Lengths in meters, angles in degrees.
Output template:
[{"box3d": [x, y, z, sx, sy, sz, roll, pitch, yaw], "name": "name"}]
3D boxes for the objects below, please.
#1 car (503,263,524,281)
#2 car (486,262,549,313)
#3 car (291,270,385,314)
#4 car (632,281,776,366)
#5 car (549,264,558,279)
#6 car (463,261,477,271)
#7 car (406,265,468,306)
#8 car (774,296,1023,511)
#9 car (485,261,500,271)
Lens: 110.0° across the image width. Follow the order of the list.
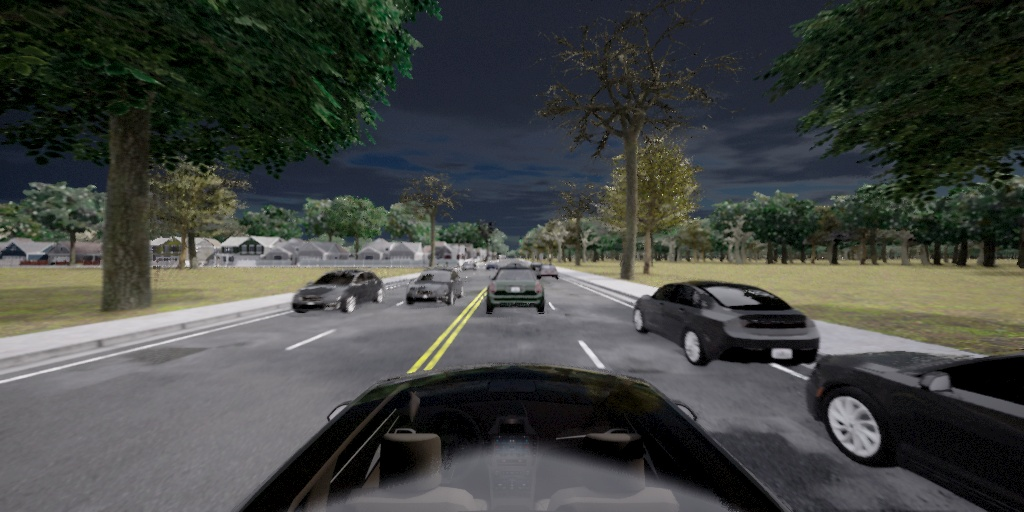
[{"box3d": [0.167, 1.438, 33.810, 1.837, 1.490, 4.892, 0, 0, 0], "name": "car"}, {"box3d": [0.124, 1.171, 14.406, 2.097, 1.767, 4.553, 0, 0, 0], "name": "car"}, {"box3d": [-6.580, 1.311, 14.152, 1.837, 1.490, 4.892, 0, 0, 0], "name": "car"}, {"box3d": [4.233, 1.296, 8.037, 1.837, 1.490, 4.892, 0, 0, 0], "name": "car"}, {"box3d": [3.387, 1.492, 34.902, 2.033, 1.411, 5.357, 0, 0, 0], "name": "car"}, {"box3d": [-6.451, 1.537, 55.083, 2.128, 1.511, 4.902, 0, 0, 1], "name": "car"}, {"box3d": [-3.326, 1.328, 16.169, 1.837, 1.490, 4.892, 0, 0, 0], "name": "car"}, {"box3d": [4.220, 1.264, 2.037, 1.837, 1.490, 4.892, 0, 0, 0], "name": "car"}, {"box3d": [-3.174, 1.616, 58.098, 2.033, 1.411, 5.357, 0, 0, 1], "name": "car"}]
